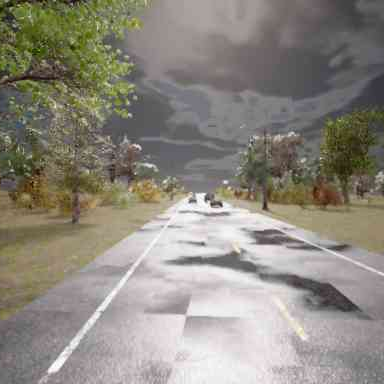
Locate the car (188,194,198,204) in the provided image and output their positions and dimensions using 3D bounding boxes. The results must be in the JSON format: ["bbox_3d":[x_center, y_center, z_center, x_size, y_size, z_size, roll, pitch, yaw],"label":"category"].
[{"bbox_3d":[0.176,1.556,65.782,2.033,1.411,5.357,0,0,0],"label":"car"}]

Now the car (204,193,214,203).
[{"bbox_3d":[3.694,1.248,70.646,2.150,2.045,5.566,0,0,0],"label":"car"}]

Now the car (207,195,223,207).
[{"bbox_3d":[3.740,1.626,52.245,1.895,1.301,4.718,0,0,0],"label":"car"}]
